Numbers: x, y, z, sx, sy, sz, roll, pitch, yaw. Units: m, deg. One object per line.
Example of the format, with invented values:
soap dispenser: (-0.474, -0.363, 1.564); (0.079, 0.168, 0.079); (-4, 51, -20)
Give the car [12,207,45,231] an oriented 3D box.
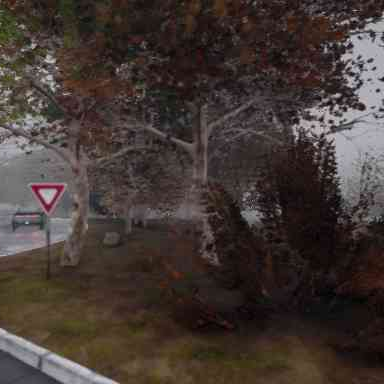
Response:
car: (-11.345, 1.767, 23.242); (2.128, 1.511, 4.902); (0, -1, -23)
